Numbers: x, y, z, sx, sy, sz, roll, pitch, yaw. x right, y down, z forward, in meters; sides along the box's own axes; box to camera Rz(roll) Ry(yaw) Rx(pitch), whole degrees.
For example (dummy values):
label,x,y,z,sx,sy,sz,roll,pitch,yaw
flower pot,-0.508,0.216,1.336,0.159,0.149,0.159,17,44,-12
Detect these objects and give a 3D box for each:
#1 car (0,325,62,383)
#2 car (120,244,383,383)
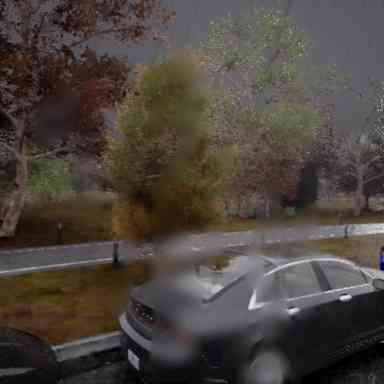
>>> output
label,x,y,z,sx,sy,sz,roll,pitch,yaw
car,-3.268,1.485,1.598,5.008,1.535,2.097,0,0,-35
car,1.409,1.520,4.872,4.892,1.521,2.231,0,0,-33
